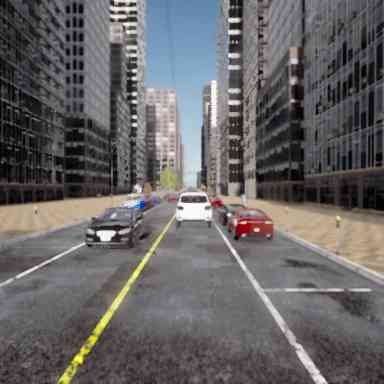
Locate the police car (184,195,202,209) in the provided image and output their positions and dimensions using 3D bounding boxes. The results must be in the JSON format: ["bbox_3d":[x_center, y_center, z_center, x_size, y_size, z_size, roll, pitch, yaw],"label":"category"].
[{"bbox_3d":[0.135,1.202,41.360,2.038,1.542,4.974,0,0,0],"label":"police car"}]

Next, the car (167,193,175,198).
[{"bbox_3d":[-5.617,0.876,89.815,1.947,1.339,4.313,0,0,0],"label":"car"}]

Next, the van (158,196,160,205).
[{"bbox_3d":[-5.655,1.016,44.468,1.690,1.788,3.998,0,0,0],"label":"van"}]

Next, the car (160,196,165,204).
[{"bbox_3d":[-5.650,1.175,50.138,1.887,1.381,4.507,0,0,0],"label":"car"}]

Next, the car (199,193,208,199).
[{"bbox_3d":[2.753,0.948,78.471,1.887,1.381,4.507,0,0,0],"label":"car"}]

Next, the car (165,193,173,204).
[{"bbox_3d":[-3.021,1.194,54.719,1.895,1.301,4.718,0,0,0],"label":"car"}]

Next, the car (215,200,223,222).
[{"bbox_3d":[2.708,1.411,21.790,1.947,1.339,4.313,0,0,0],"label":"car"}]

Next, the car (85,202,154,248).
[{"bbox_3d":[-3.088,1.390,14.342,2.128,1.511,4.902,0,0,0],"label":"car"}]

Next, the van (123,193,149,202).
[{"bbox_3d":[-5.664,1.103,33.132,1.690,1.788,3.998,0,0,0],"label":"van"}]

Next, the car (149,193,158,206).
[{"bbox_3d":[-5.659,1.033,38.800,2.192,1.841,5.009,0,0,0],"label":"car"}]

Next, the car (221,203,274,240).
[{"bbox_3d":[2.703,1.430,16.122,1.887,1.381,4.507,0,0,0],"label":"car"}]

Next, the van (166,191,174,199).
[{"bbox_3d":[-5.622,0.699,84.144,1.690,1.788,3.998,0,0,0],"label":"van"}]

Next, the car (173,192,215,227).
[{"bbox_3d":[0.119,1.067,21.707,2.150,2.045,5.566,0,0,0],"label":"car"}]

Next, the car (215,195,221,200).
[{"bbox_3d":[2.722,1.300,38.795,1.802,1.307,4.206,0,0,0],"label":"car"}]

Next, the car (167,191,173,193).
[{"bbox_3d":[-5.627,0.969,78.478,1.947,1.339,4.313,0,0,0],"label":"car"}]
